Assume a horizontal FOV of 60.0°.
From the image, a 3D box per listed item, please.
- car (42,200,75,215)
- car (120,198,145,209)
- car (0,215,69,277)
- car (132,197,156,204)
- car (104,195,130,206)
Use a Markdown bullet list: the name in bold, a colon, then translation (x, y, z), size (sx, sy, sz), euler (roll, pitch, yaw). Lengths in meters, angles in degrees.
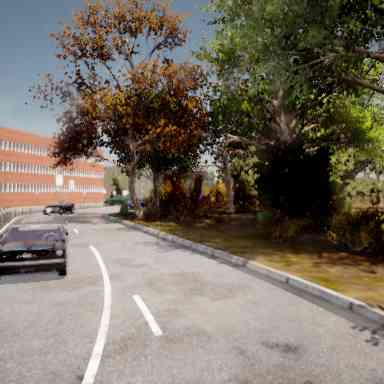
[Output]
- **car**: translation (-13.963, 1.656, 35.091), size (2.128, 1.511, 4.902), euler (0, 0, 2)
- **car**: translation (-8.127, 1.855, 47.888), size (1.895, 1.301, 4.718), euler (0, 0, 14)
- **car**: translation (-4.743, 1.606, 10.103), size (1.895, 1.301, 4.718), euler (0, 0, -20)
- **car**: translation (-10.323, 1.861, 71.214), size (4.674, 1.452, 2.002), euler (0, 0, 14)
- **car**: translation (-13.052, 1.531, 60.246), size (5.566, 2.045, 2.435), euler (0, 0, 14)
